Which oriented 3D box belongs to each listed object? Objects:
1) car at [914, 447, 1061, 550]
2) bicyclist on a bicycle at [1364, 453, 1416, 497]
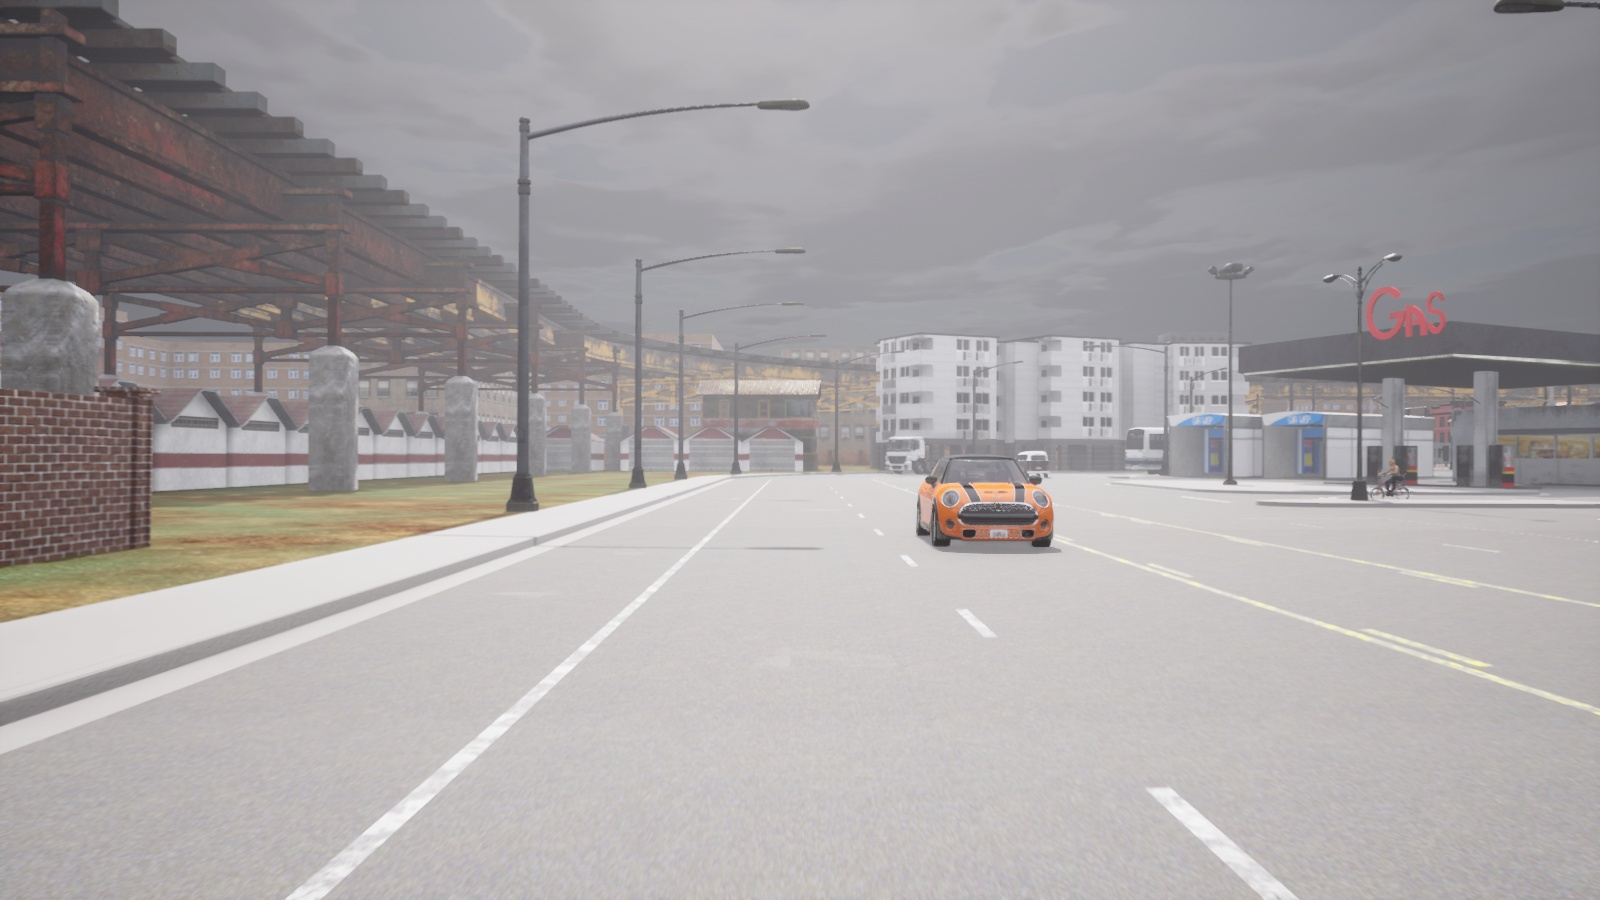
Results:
[{"bbox_3d":[3.446,0.843,23.942,2.097,1.767,4.553,0,0,0],"label":"car"},{"bbox_3d":[22.089,0.945,47.065,1.509,1.612,0.866,-1,0,-1],"label":"bicyclist on a bicycle"}]
